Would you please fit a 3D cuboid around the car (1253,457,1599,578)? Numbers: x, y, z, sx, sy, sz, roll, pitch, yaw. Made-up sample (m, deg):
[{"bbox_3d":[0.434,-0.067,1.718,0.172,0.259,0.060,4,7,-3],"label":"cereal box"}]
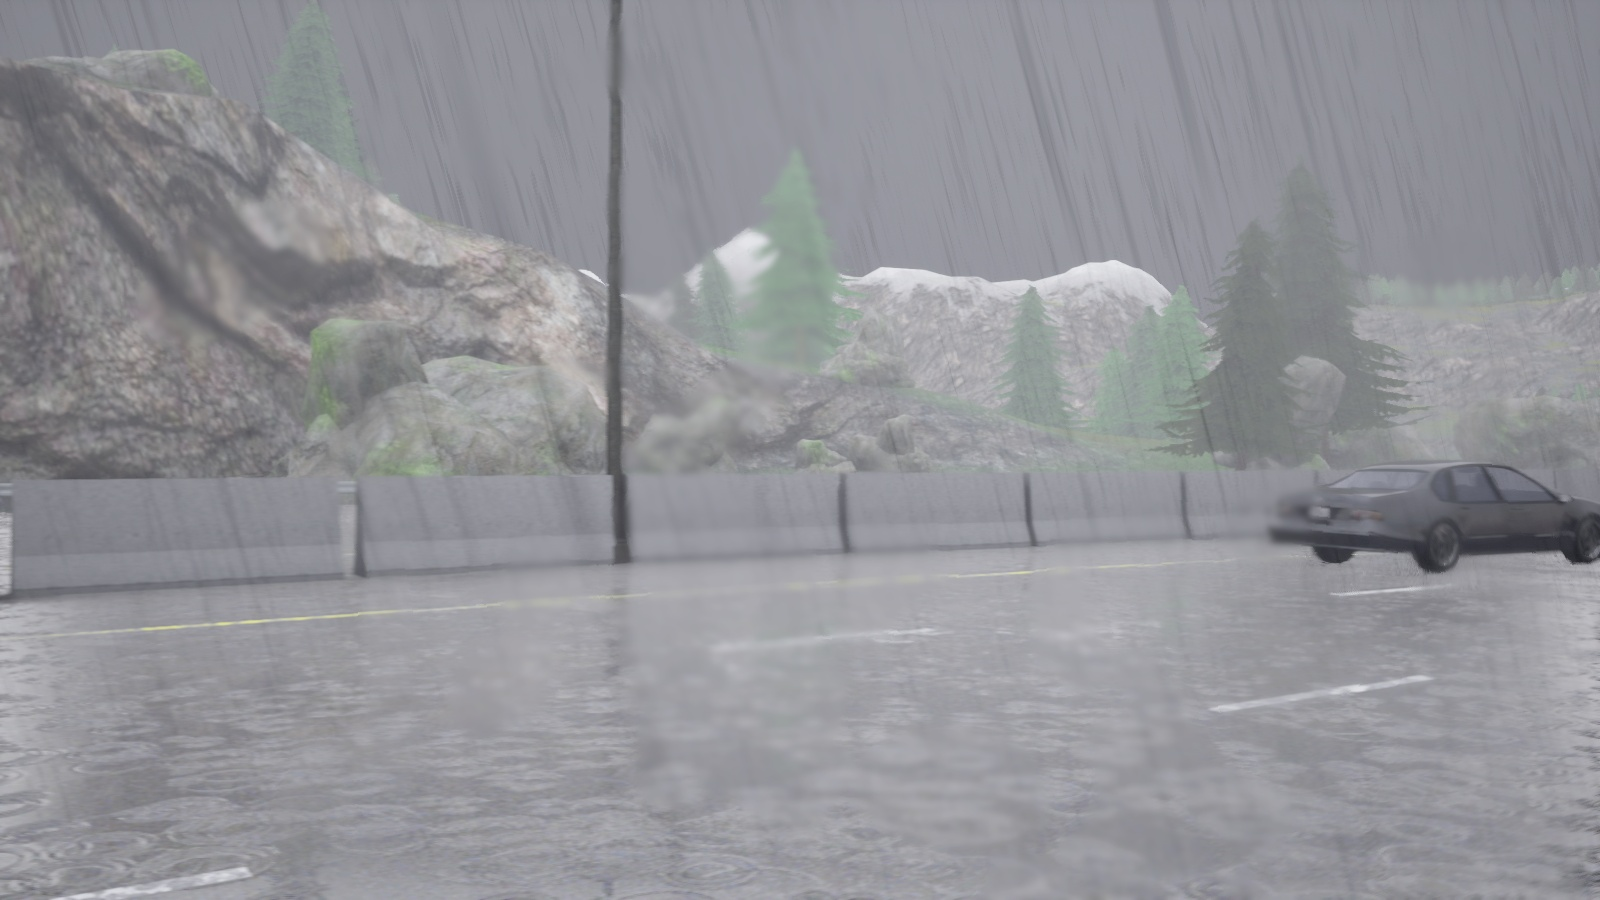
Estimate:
[{"bbox_3d":[8.881,0.812,17.033,5.357,1.411,2.033,0,0,-27],"label":"car"}]
